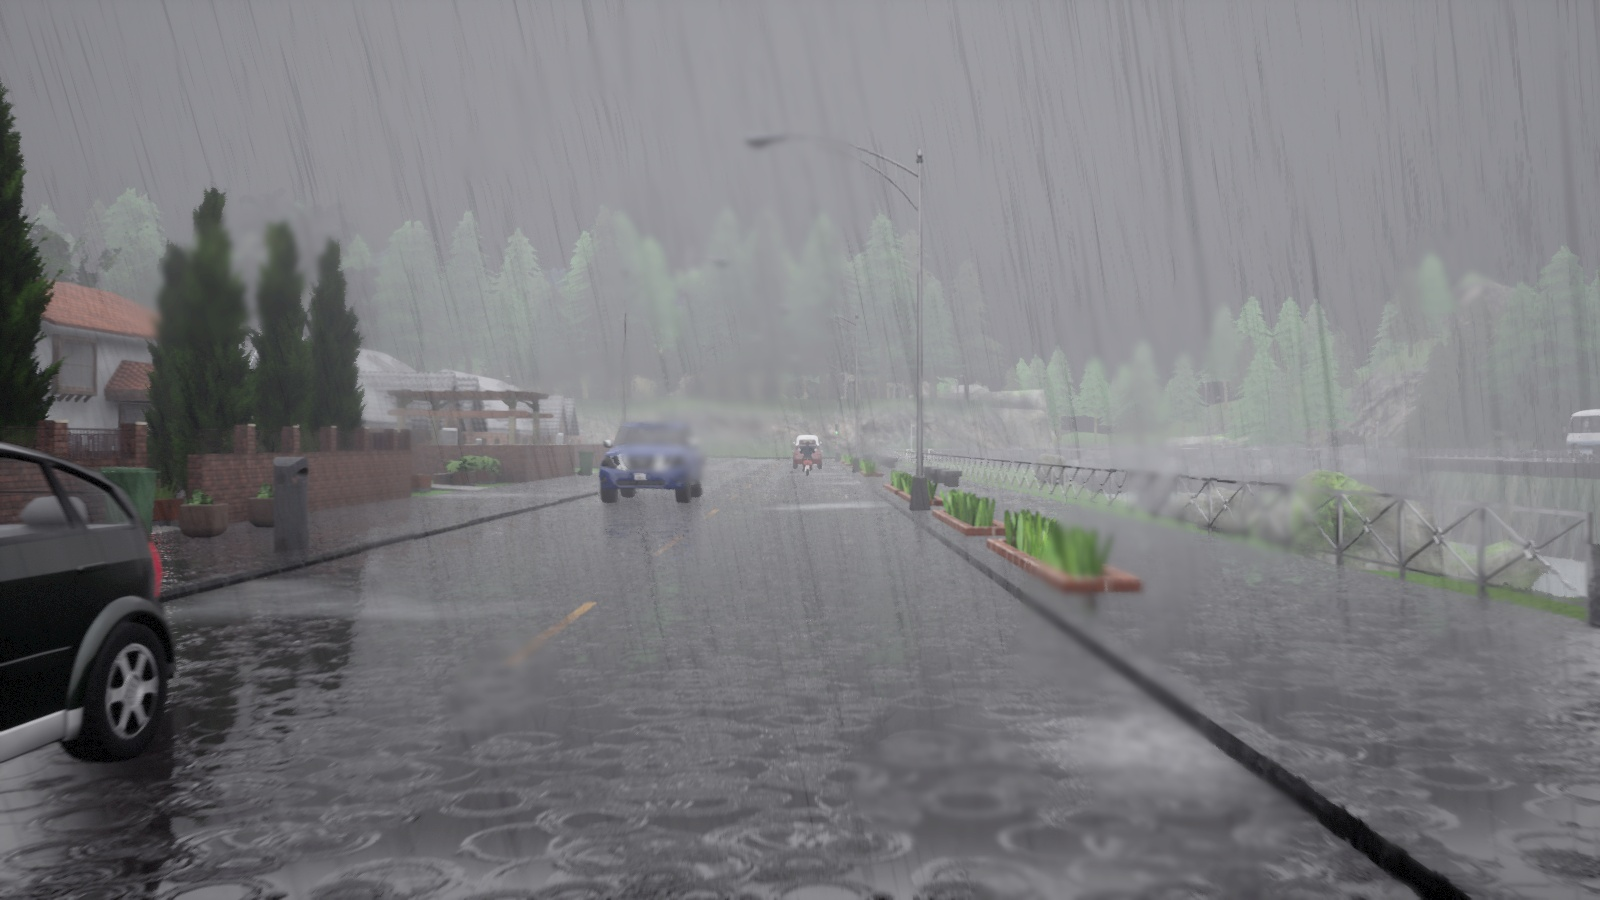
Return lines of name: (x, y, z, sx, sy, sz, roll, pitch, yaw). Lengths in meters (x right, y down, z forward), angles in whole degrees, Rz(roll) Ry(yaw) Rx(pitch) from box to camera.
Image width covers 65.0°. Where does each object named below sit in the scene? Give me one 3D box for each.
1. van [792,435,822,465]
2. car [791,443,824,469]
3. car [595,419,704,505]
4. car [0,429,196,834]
van: (0.527, -0.030, 88.840, 2.069, 2.038, 4.480, 0, 0, 0)
car: (0.437, 0.348, 73.291, 1.845, 1.501, 3.633, 0, 0, 0)
car: (-3.797, 0.278, 32.691, 2.150, 2.045, 5.566, 0, 0, 0)
car: (-3.959, 0.697, 4.496, 1.789, 1.549, 3.705, 0, 0, 0)
